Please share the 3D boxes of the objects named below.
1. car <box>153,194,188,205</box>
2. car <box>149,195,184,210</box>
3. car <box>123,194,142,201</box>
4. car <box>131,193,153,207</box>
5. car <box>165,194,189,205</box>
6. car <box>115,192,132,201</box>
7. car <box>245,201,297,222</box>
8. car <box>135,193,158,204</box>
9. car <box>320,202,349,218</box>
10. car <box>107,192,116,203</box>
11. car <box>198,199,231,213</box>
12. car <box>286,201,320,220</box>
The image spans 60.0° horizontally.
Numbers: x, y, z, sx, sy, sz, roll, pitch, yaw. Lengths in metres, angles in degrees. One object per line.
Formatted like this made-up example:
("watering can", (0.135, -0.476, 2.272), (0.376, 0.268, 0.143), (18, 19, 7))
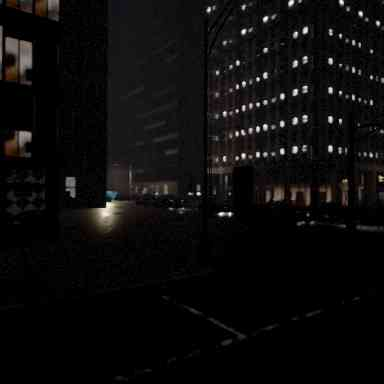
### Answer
("car", (-2.978, 1.138, 44.560), (2.097, 1.767, 4.553), (0, 0, -33))
("car", (-3.101, 1.391, 40.028), (1.802, 1.307, 4.206), (1, 0, -33))
("car", (-12.079, 1.118, 67.327), (1.947, 1.339, 4.313), (1, 0, -36))
("car", (-6.042, 1.275, 44.530), (1.752, 1.417, 4.829), (1, 0, -33))
("car", (-2.457, 1.180, 53.864), (1.967, 1.590, 4.097), (1, 0, -35))
("car", (-13.688, 1.108, 65.265), (1.994, 1.385, 4.181), (0, 0, -36))
("car", (5.771, 1.570, 26.057), (1.802, 1.307, 4.206), (1, 0, -32))
("car", (-7.882, 1.010, 57.082), (2.097, 1.767, 4.553), (0, 0, -34))
("car", (12.397, 1.617, 30.738), (1.802, 1.307, 4.206), (1, 0, -32))
("car", (-15.564, 1.105, 58.427), (1.887, 1.381, 4.507), (1, 0, -35))
("car", (2.391, 1.456, 36.171), (1.994, 1.385, 4.181), (0, 0, -33))
("car", (7.677, 1.491, 27.775), (2.128, 1.511, 4.902), (0, 0, -32))
